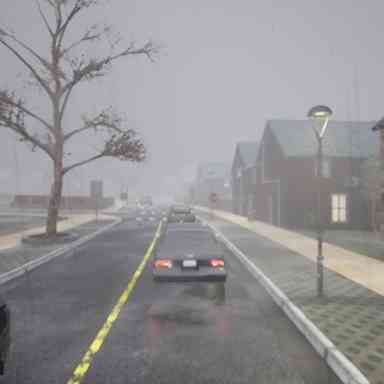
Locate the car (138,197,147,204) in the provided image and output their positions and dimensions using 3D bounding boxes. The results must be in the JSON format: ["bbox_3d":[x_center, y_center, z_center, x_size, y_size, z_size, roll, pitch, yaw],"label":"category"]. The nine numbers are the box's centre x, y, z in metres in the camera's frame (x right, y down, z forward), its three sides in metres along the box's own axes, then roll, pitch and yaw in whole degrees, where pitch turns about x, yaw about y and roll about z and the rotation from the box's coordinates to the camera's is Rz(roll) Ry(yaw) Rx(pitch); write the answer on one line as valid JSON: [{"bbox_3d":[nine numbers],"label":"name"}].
[{"bbox_3d":[-11.363,1.857,75.926,1.837,1.490,4.892,0,0,-13],"label":"car"}]

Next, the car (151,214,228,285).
[{"bbox_3d":[-0.117,1.596,9.683,2.033,1.411,5.357,0,0,-2],"label":"car"}]

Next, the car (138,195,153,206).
[{"bbox_3d":[-8.323,1.514,60.585,2.150,2.045,5.566,0,0,-10],"label":"car"}]

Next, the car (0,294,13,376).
[{"bbox_3d":[-2.902,1.501,1.737,2.128,1.511,4.902,0,0,-1],"label":"car"}]

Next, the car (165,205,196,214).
[{"bbox_3d":[-0.763,1.604,22.407,2.128,1.511,4.902,0,0,-4],"label":"car"}]
